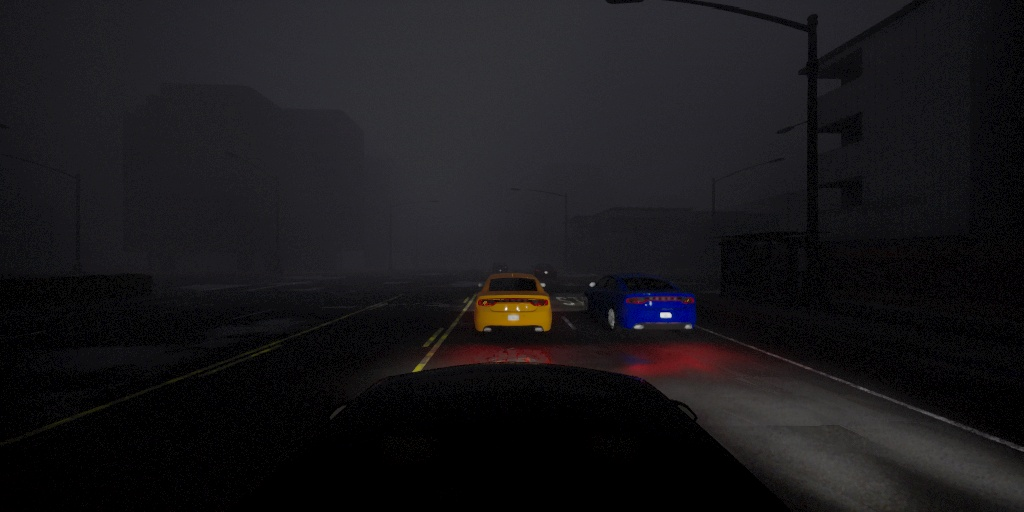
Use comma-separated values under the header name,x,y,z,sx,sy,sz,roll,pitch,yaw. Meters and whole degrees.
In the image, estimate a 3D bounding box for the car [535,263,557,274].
name,x,y,z,sx,sy,sz,roll,pitch,yaw
car,2.735,1.346,31.908,1.994,1.385,4.181,0,0,-3

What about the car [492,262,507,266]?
name,x,y,z,sx,sy,sz,roll,pitch,yaw
car,-1.530,1.444,44.868,1.895,1.301,4.718,0,-1,-4

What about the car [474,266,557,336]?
name,x,y,z,sx,sy,sz,roll,pitch,yaw
car,0.002,1.228,10.486,1.882,1.535,5.008,0,0,-1

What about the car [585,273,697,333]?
name,x,y,z,sx,sy,sz,roll,pitch,yaw
car,3.501,1.228,10.717,1.882,1.535,5.008,0,0,-1
